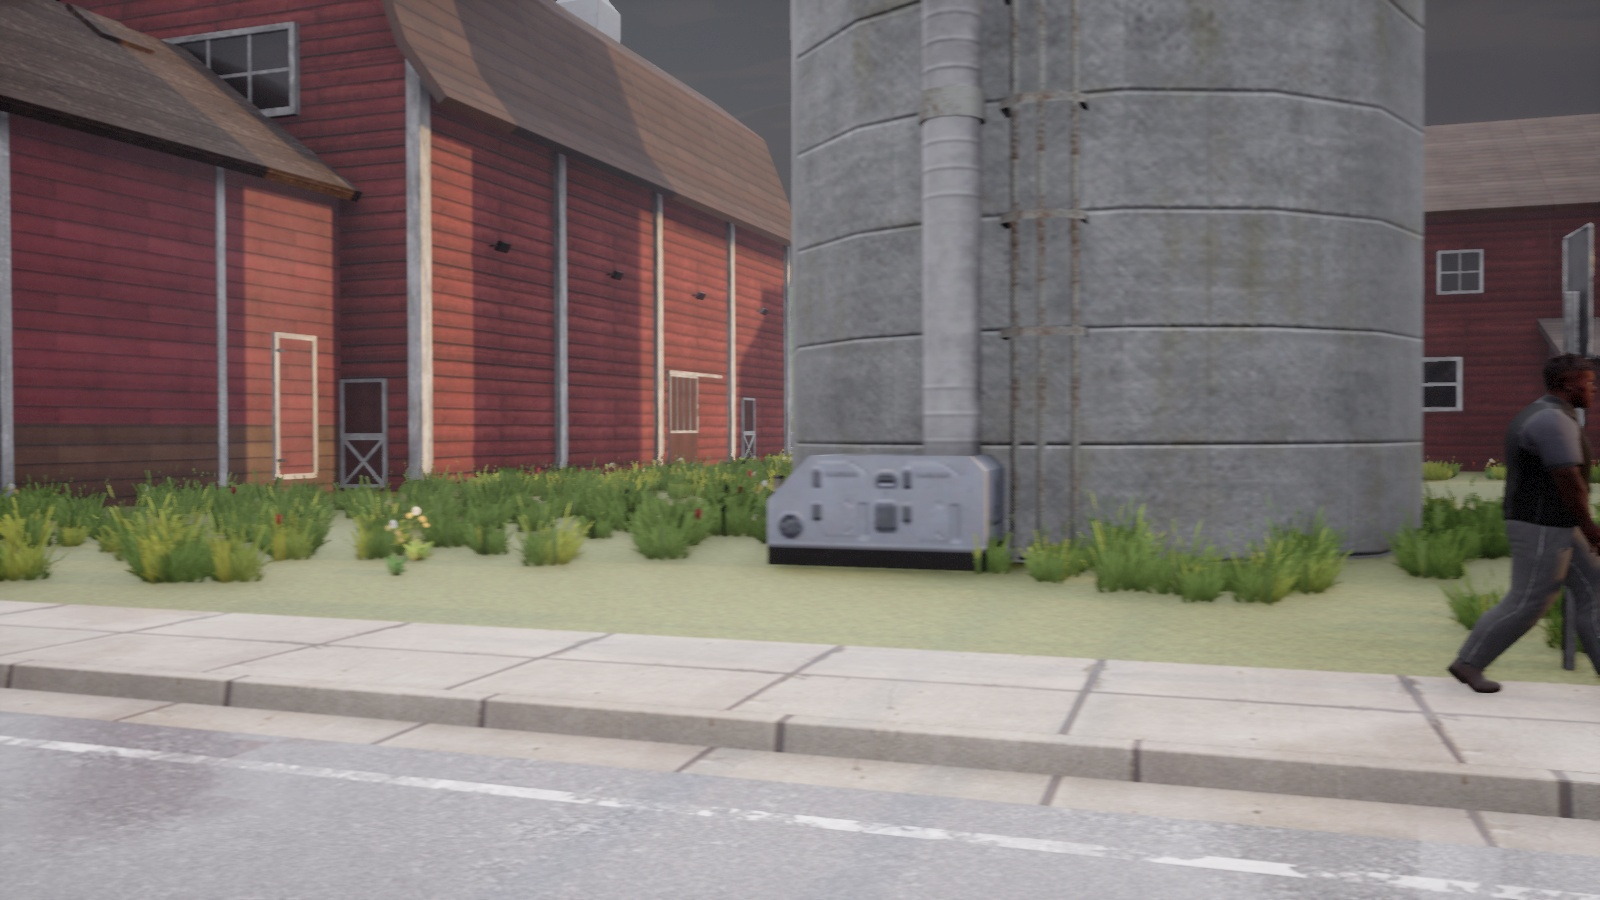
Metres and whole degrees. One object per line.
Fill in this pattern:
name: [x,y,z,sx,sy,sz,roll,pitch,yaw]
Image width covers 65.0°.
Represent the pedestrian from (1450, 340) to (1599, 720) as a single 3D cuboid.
pedestrian: [3.905,0.391,6.565,0.849,1.883,0.563,1,1,30]
